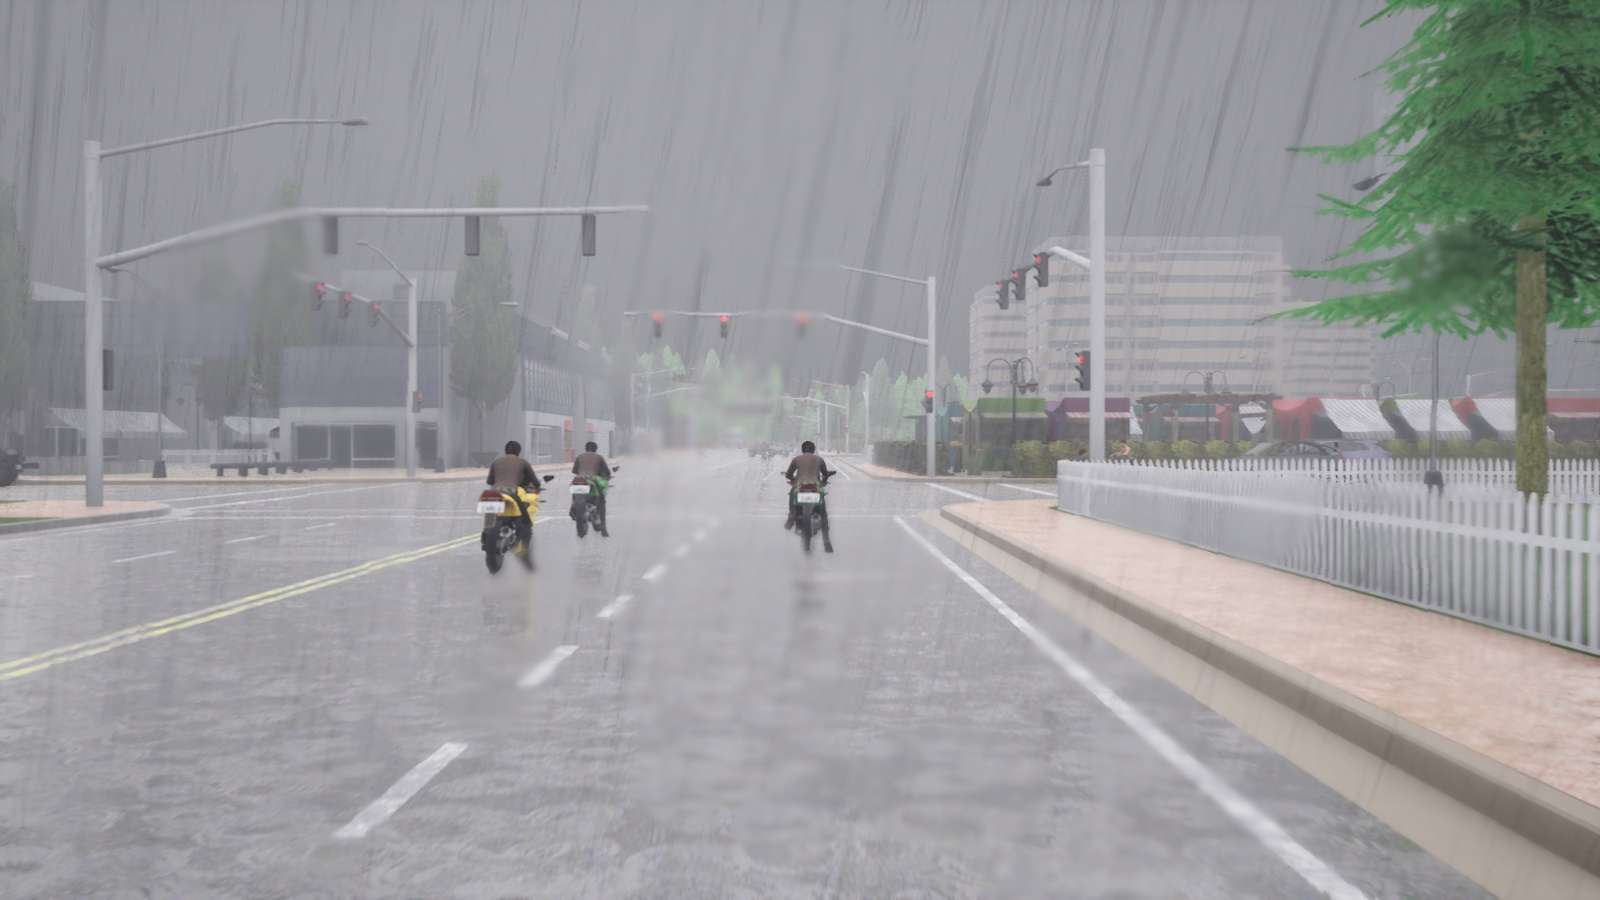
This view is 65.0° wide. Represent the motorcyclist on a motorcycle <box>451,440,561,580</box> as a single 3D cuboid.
[{"bbox_3d":[-3.401,0.643,14.697,0.797,1.523,2.044,0,0,0],"label":"motorcyclist on a motorcycle"}]

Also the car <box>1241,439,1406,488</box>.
[{"bbox_3d":[17.960,0.447,43.252,4.856,1.649,2.033,0,0,-1],"label":"car"}]

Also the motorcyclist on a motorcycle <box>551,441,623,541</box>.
[{"bbox_3d":[-3.371,0.613,20.085,0.797,1.523,2.044,0,0,0],"label":"motorcyclist on a motorcycle"}]

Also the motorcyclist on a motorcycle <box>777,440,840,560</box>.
[{"bbox_3d":[0.112,0.632,17.063,0.797,1.523,2.044,0,0,0],"label":"motorcyclist on a motorcycle"}]

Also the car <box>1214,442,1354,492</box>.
[{"bbox_3d":[15.256,0.514,39.698,3.705,1.549,1.789,0,0,-1],"label":"car"}]

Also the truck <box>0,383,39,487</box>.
[{"bbox_3d":[-30.492,-0.498,42.222,7.936,3.462,2.891,0,0,-3],"label":"truck"}]
